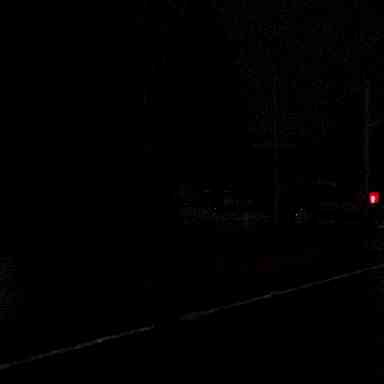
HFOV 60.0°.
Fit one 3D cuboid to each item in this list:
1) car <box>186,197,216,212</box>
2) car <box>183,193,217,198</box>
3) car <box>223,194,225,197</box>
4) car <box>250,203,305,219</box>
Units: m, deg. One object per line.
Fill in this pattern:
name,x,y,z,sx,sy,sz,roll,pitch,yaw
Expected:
car,1.351,1.577,37.237,1.994,1.385,4.181,0,0,-37
car,1.396,1.365,43.273,2.097,1.767,4.553,0,0,-37
car,7.017,1.086,94.380,1.905,1.878,3.866,0,0,-37
car,7.412,1.614,29.219,1.895,1.301,4.718,0,0,-37
